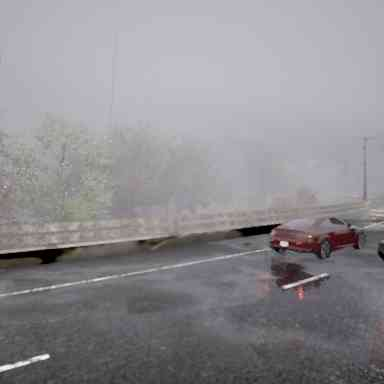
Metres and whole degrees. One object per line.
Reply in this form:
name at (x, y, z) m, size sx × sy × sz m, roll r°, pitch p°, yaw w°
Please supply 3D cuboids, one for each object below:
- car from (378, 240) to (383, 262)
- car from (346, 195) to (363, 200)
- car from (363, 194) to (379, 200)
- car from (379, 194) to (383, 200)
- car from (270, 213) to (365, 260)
car at (7.538, 1.588, 10.210) m, size 4.718 × 1.301 × 1.895 m, roll 0°, pitch 0°, yaw -42°
car at (39.856, 1.350, 82.386) m, size 1.812 × 1.442 × 4.674 m, roll 0°, pitch 0°, yaw 3°
car at (43.341, 1.165, 82.053) m, size 2.097 × 1.767 × 4.553 m, roll 0°, pitch 0°, yaw 3°
car at (46.828, 1.150, 81.751) m, size 2.097 × 1.767 × 4.553 m, roll 0°, pitch 0°, yaw 3°
car at (4.761, 1.527, 12.470) m, size 4.674 × 1.442 × 1.812 m, roll 0°, pitch 0°, yaw -41°
